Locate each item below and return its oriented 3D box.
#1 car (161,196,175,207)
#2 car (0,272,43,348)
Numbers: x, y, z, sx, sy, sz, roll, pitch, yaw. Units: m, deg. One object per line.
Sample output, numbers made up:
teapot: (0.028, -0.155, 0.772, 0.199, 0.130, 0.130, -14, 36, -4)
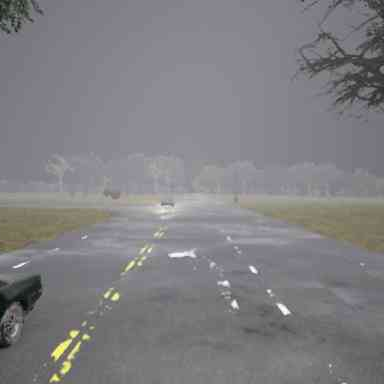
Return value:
car: (-3.461, 1.431, 48.282, 1.837, 1.490, 4.892, 0, 0, 0)
car: (-3.497, 1.599, 3.495, 1.895, 1.301, 4.718, 0, 0, 0)
